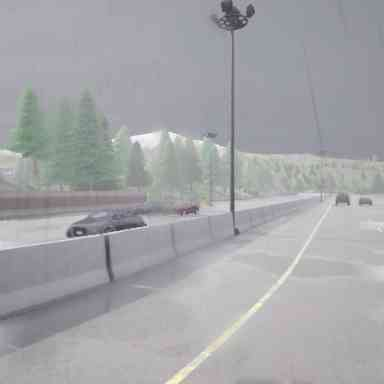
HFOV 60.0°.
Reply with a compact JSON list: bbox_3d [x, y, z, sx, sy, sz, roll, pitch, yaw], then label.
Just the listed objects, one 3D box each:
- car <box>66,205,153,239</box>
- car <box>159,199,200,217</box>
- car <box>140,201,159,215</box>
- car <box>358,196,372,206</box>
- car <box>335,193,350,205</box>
[{"bbox_3d":[-3.994,1.563,16.074,1.994,1.385,4.181,0,0,25],"label":"car"},{"bbox_3d":[-0.874,1.482,31.493,1.882,1.535,5.008,0,0,24],"label":"car"},{"bbox_3d":[-4.090,1.576,32.874,1.994,1.385,4.181,0,0,24],"label":"car"},{"bbox_3d":[29.446,1.492,56.579,2.128,1.511,4.902,0,0,24],"label":"car"},{"bbox_3d":[25.960,1.221,57.348,2.150,2.045,5.566,0,0,24],"label":"car"}]
